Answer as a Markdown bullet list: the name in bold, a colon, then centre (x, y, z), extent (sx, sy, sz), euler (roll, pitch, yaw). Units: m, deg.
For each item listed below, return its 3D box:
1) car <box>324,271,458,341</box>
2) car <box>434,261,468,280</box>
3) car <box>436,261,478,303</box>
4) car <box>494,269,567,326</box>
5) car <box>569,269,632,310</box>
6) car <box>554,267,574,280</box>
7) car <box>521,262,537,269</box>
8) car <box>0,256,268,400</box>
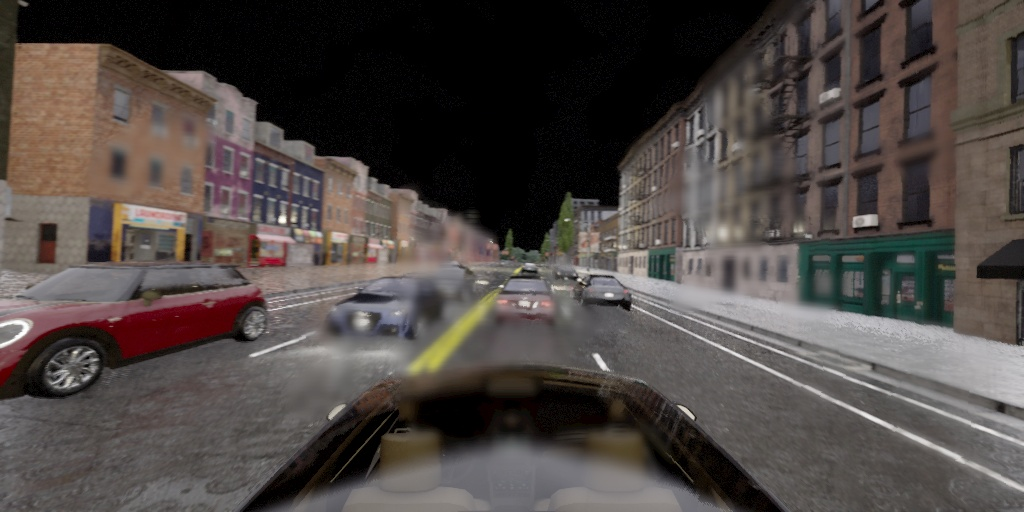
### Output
- **car**: centre (-3.007, 1.244, 9.551), extent (1.994, 1.385, 4.181), euler (2, 0, 4)
- **car**: centre (-5.163, 1.171, 30.902), extent (1.812, 1.442, 4.674), euler (2, 0, 4)
- **car**: centre (-2.728, 1.215, 16.499), extent (1.837, 1.490, 4.892), euler (2, 0, 3)
- **car**: centre (0.492, 1.365, 12.148), extent (2.033, 1.411, 5.357), euler (2, 0, 3)
- **car**: centre (3.953, 1.526, 16.199), extent (1.994, 1.385, 4.181), euler (2, 0, 3)
- **car**: centre (4.808, 1.619, 32.701), extent (1.895, 1.301, 4.718), euler (2, 0, 3)
- **car**: centre (2.203, 1.470, 45.098), extent (1.994, 1.385, 4.181), euler (2, 0, 3)
- **car**: centre (-6.521, 0.878, 6.022), extent (2.097, 1.767, 4.553), euler (2, 0, 3)
